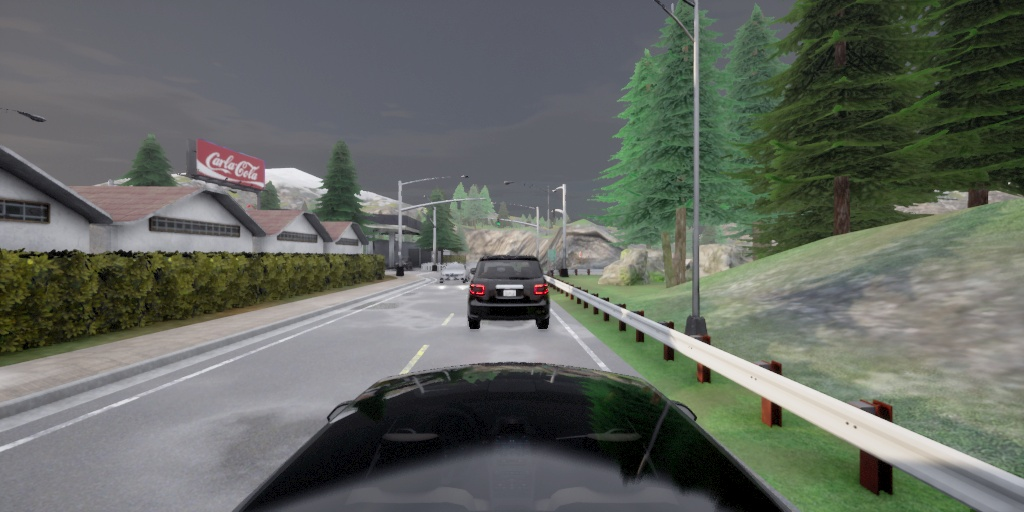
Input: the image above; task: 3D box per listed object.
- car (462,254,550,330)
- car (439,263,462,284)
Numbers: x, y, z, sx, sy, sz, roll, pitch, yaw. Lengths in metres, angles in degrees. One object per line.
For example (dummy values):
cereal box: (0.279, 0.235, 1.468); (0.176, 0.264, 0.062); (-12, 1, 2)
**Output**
car: (-0.145, 0.970, 11.247); (2.150, 2.045, 5.566); (0, 0, -2)
car: (-4.249, 1.275, 27.166); (1.812, 1.442, 4.674); (0, 0, -2)
